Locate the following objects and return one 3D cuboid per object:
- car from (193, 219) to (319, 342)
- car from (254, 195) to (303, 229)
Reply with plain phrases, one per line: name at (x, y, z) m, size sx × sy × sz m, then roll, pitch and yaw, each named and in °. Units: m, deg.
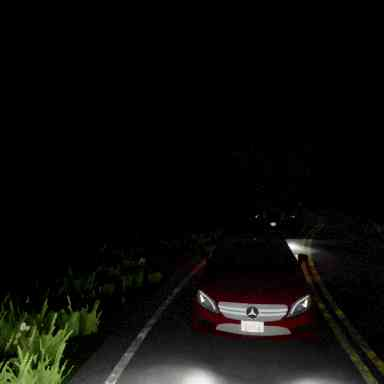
car at (1.231, 1.534, 6.725) m, size 1.812 × 1.442 × 4.674 m, roll -1°, pitch 0°, yaw 11°
car at (5.016, 1.214, 18.919) m, size 2.150 × 2.045 × 5.566 m, roll -2°, pitch -1°, yaw 22°
